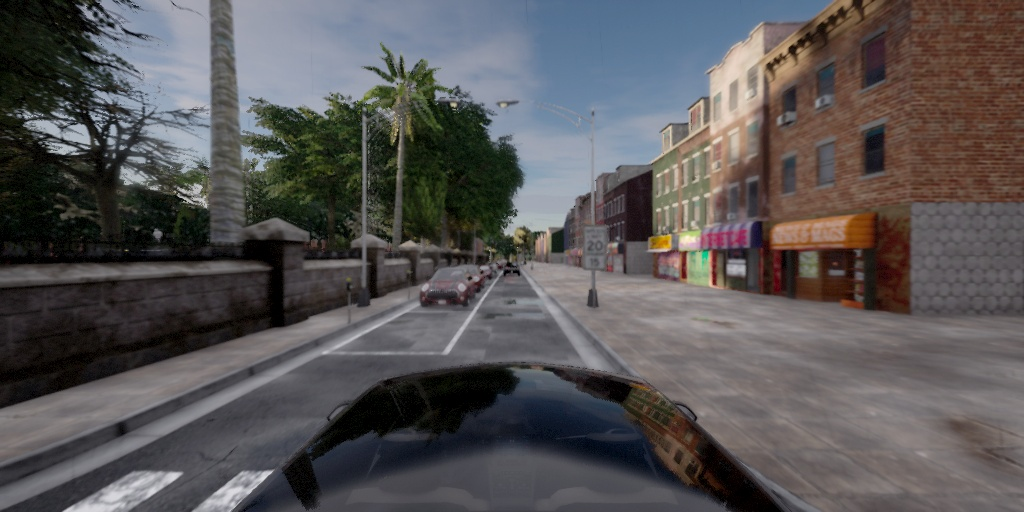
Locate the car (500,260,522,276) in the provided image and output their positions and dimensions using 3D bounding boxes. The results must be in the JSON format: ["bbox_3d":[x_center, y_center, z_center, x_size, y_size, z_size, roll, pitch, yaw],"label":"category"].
[{"bbox_3d":[-0.007,1.392,39.278,1.837,1.490,4.892,0,0,0],"label":"car"}]

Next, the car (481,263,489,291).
[{"bbox_3d":[-2.641,1.246,21.221,1.967,1.591,4.097,0,0,0],"label":"car"}]

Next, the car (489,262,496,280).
[{"bbox_3d":[-2.645,1.434,32.598,1.802,1.307,4.207,0,0,0],"label":"car"}]

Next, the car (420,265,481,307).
[{"bbox_3d":[-2.640,1.227,15.533,1.967,1.591,4.097,0,0,0],"label":"car"}]

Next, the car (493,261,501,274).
[{"bbox_3d":[-2.648,1.459,43.974,2.007,1.370,4.403,0,0,0],"label":"car"}]
